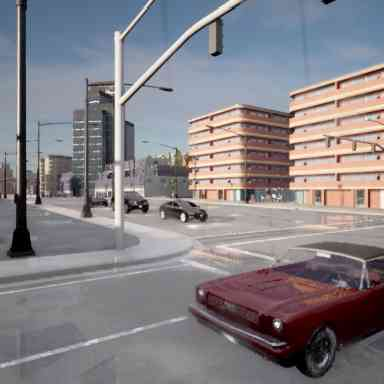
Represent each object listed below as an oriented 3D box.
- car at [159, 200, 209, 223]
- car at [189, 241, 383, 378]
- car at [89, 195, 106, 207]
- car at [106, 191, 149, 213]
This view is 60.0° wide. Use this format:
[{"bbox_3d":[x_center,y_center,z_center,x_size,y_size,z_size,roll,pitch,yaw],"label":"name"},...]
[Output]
[{"bbox_3d":[-0.706,1.373,24.843,1.837,1.490,4.892,0,1,-34],"label":"car"},{"bbox_3d":[2.299,1.601,5.630,4.718,1.301,1.895,0,0,-35],"label":"car"},{"bbox_3d":[-11.936,1.111,41.298,1.994,1.385,4.181,0,1,-34],"label":"car"},{"bbox_3d":[-6.270,0.945,32.996,2.150,2.045,5.566,0,1,-34],"label":"car"}]
